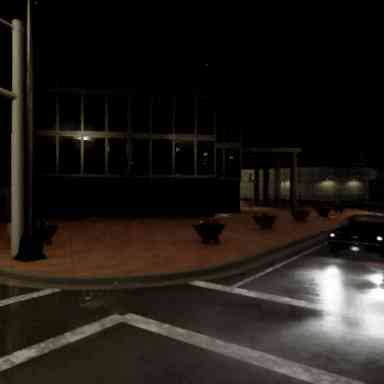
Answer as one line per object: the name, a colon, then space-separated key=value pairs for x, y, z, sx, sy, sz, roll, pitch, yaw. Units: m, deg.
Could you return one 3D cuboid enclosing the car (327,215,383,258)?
car: x=6.731 y=1.588 z=12.911 sx=1.895 sy=1.301 sz=4.718 roll=0 pitch=0 yaw=36
